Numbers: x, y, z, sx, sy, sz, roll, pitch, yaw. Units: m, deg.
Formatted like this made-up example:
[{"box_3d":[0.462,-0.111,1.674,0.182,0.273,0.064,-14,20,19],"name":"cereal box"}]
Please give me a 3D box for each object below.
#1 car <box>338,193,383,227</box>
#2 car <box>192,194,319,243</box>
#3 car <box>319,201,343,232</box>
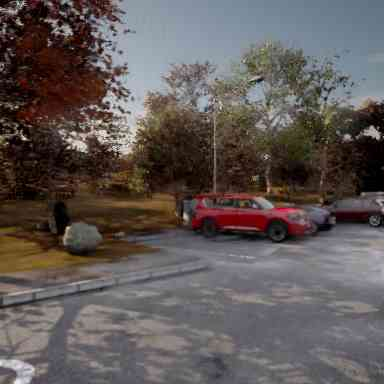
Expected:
[{"box_3d":[9.747,1.147,20.911,4.553,1.767,2.185,-1,0,33],"name":"car"},{"box_3d":[2.650,1.126,15.657,5.566,2.045,2.435,-1,-1,33],"name":"car"},{"box_3d":[4.968,1.373,17.434,4.792,1.488,2.163,-1,0,33],"name":"car"}]
